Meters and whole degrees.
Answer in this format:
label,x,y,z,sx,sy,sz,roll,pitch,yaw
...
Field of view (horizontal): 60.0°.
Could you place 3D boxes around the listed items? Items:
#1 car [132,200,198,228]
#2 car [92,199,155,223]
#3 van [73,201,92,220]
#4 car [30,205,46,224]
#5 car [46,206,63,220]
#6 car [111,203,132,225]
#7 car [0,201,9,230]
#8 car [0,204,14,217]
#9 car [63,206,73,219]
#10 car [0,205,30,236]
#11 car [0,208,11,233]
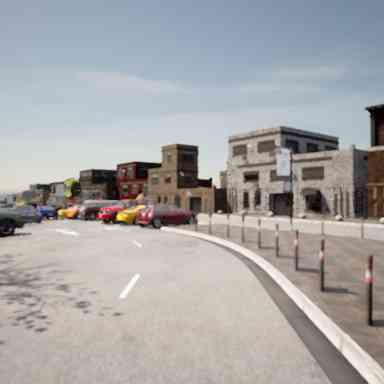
label,x,y,z,sx,sy,sz,roll,pitch,yaw
car,-1.744,1.651,24.755,4.553,1.767,2.185,0,-2,-39
car,-5.463,1.663,29.406,5.566,2.045,2.435,0,-2,-39
van,-9.382,1.866,34.197,4.442,1.987,1.878,0,-2,-38
car,-15.104,1.938,29.971,2.097,1.767,4.553,0,-2,-38
car,-16.491,2.304,37.185,1.882,1.535,5.008,0,-2,-39
car,-3.618,1.847,27.138,5.008,1.535,2.097,0,-2,-39
car,-16.045,1.649,23.087,5.566,2.045,2.435,0,-2,-39
car,-32.178,3.247,56.849,2.150,2.045,5.566,0,-3,-38
car,-11.200,2.064,36.626,4.553,1.767,2.185,0,-2,-38
car,-12.633,1.519,18.824,5.566,2.045,2.435,0,-2,-39
car,-14.315,1.833,20.888,4.892,1.521,2.231,0,-2,-39
